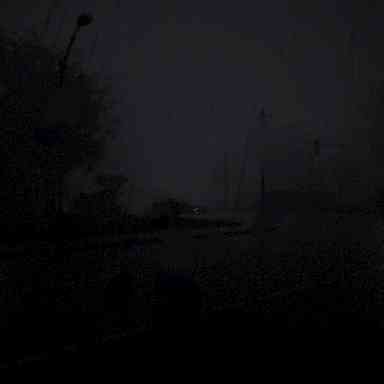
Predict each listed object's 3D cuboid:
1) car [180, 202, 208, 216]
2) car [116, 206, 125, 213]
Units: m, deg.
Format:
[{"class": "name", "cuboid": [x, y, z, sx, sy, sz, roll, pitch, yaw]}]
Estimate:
[{"class": "car", "cuboid": [-0.189, 1.846, 37.196, 1.882, 1.535, 5.008, 0, -2, -32]}, {"class": "car", "cuboid": [-13.247, 3.105, 57.801, 1.837, 1.490, 4.892, 0, -2, -32]}]
